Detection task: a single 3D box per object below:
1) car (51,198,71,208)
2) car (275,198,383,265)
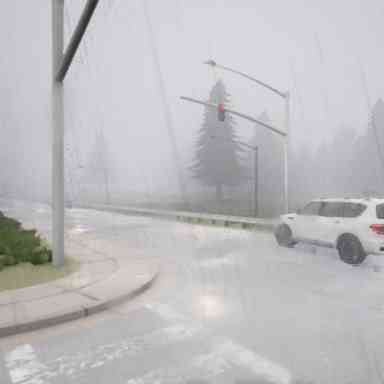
[{"bbox_3d":[-18.627,1.580,47.309,1.994,1.385,4.181,0,0,-35],"label":"car"},{"bbox_3d":[5.296,1.231,12.040,2.150,2.045,5.566,1,0,-20],"label":"car"}]
